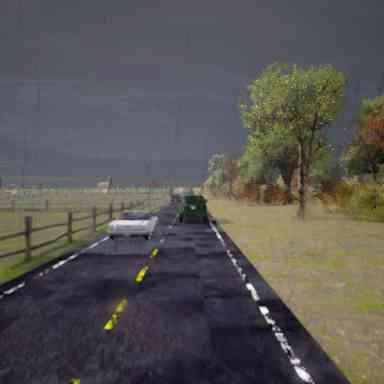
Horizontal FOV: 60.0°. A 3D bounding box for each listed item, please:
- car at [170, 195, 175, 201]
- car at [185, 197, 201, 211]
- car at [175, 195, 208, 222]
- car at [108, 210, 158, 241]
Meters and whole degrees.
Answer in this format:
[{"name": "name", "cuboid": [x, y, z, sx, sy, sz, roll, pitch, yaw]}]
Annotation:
[{"name": "car", "cuboid": [-2.762, 1.134, 58.437, 1.882, 1.535, 5.008, 0, 0, 0]}, {"name": "car", "cuboid": [0.091, 1.446, 41.288, 1.882, 1.535, 5.008, 0, 0, 0]}, {"name": "car", "cuboid": [0.093, 1.208, 26.153, 2.150, 2.045, 5.566, 0, 0, 0]}, {"name": "car", "cuboid": [-2.854, 1.596, 16.894, 1.895, 1.301, 4.718, 0, 0, 0]}]
